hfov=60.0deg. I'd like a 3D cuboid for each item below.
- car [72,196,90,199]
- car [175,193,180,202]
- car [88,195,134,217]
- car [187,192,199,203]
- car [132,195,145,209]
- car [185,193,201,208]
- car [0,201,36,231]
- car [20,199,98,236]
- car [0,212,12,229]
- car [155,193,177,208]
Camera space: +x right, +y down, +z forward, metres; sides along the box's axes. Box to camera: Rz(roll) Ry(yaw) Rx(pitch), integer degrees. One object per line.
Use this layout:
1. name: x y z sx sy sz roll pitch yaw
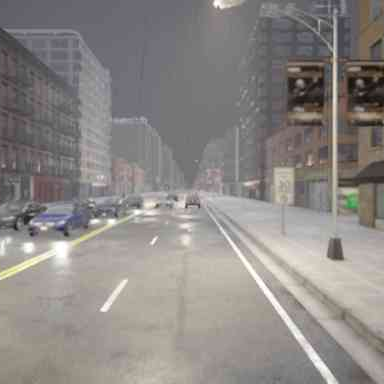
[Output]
1. car: -9.746 1.158 29.060 2.128 1.511 4.902 0 1 0
2. car: -3.151 0.884 54.125 1.837 1.490 4.892 0 1 0
3. car: -6.496 1.235 27.227 2.033 1.411 5.357 0 1 0
4. car: 0.099 0.859 53.899 1.882 1.535 5.008 0 1 0
5. car: -6.495 1.075 37.400 1.837 1.490 4.892 0 1 0
6. car: 0.101 1.090 39.755 2.033 1.411 5.357 0 1 0
7. car: -9.804 1.276 18.828 2.128 1.511 4.902 0 1 1
8. car: -6.573 1.330 17.078 1.812 1.442 4.674 0 1 0
9. car: -6.584 1.434 7.977 1.812 1.442 4.674 0 1 0
10. car: -3.145 1.153 38.974 1.895 1.301 4.718 0 1 0
